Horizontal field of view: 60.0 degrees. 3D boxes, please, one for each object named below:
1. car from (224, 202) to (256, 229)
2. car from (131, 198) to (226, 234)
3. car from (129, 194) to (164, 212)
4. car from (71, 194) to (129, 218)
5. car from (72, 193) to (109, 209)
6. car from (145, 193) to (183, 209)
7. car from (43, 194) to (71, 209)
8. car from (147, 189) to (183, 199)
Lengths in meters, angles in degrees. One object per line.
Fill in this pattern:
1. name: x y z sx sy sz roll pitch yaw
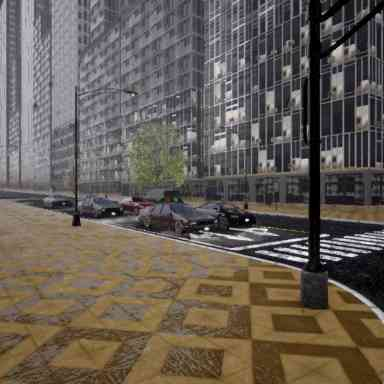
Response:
1. car: 1.751 1.309 19.545 1.994 1.385 4.181 0 1 -38
2. car: -0.940 1.292 17.708 2.033 1.411 5.357 0 1 -38
3. car: -4.579 1.083 27.614 1.812 1.442 4.674 0 1 -38
4. car: -7.214 1.106 25.707 2.033 1.411 5.357 0 1 -38
5. car: -10.995 0.913 35.825 2.033 1.411 5.357 0 1 -38
6. car: -3.148 0.941 36.650 1.837 1.490 4.892 0 2 -38
7. car: -13.799 0.926 34.124 1.994 1.385 4.181 0 1 -39
8. car: -3.053 0.740 31.255 2.150 2.045 5.566 0 1 -38
